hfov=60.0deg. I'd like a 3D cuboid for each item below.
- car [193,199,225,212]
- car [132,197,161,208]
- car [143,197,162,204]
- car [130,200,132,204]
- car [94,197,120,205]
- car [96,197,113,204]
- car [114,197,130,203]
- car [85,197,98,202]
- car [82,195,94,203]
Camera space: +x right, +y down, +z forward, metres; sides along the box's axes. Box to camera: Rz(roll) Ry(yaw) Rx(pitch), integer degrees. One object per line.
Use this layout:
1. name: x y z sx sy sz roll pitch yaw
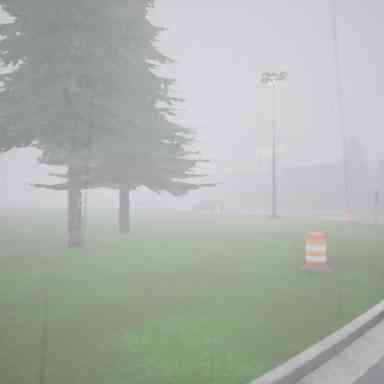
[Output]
1. car: 2.129 1.680 42.517 2.128 1.511 4.902 0 0 -39
2. car: -7.252 1.779 54.252 2.128 1.511 4.902 0 0 -39
3. car: -8.605 1.878 72.587 1.837 1.490 4.892 0 0 -39
4. car: -11.691 1.908 70.841 1.812 1.442 4.674 0 0 -39
5. car: -17.057 1.880 66.474 2.128 1.511 4.902 0 0 -39
6. car: -19.802 1.920 75.378 1.882 1.535 5.008 0 0 -39
7. car: -17.711 1.998 83.969 2.128 1.511 4.902 0 0 -39
8. car: -27.404 2.142 90.484 1.895 1.301 4.718 0 0 -39
9. car: -26.283 1.735 83.479 2.150 2.045 5.566 0 0 -39
